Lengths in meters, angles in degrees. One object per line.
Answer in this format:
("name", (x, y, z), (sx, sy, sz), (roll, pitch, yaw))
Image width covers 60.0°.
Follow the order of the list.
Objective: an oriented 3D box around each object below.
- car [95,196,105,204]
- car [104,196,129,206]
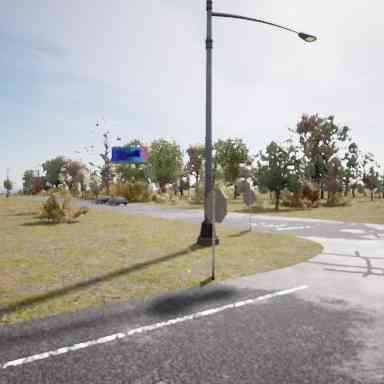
("car", (-16.220, 1.434, 60.924), (1.837, 1.490, 4.892), (0, 0, -34))
("car", (-12.237, 1.489, 55.004), (2.033, 1.411, 5.357), (0, 0, -33))
